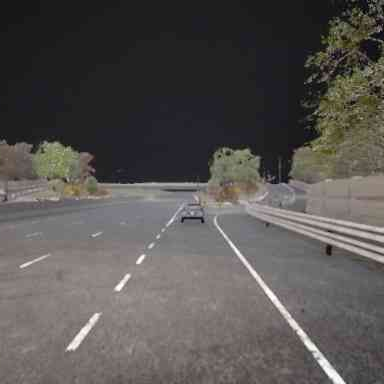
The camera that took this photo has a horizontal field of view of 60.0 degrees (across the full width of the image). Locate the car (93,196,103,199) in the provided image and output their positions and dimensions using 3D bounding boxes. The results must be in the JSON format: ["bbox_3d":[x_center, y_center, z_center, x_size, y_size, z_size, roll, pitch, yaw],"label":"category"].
[{"bbox_3d":[-24.481,1.958,86.058,1.812,1.442,4.674,0,0,0],"label":"car"}]

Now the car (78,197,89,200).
[{"bbox_3d":[-27.980,1.959,86.059,2.128,1.511,4.902,0,0,0],"label":"car"}]

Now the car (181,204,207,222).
[{"bbox_3d":[0.173,1.680,27.334,2.033,1.411,5.357,0,0,3],"label":"car"}]

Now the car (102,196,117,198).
[{"bbox_3d":[-20.981,2.028,86.027,1.895,1.301,4.718,0,0,0],"label":"car"}]
